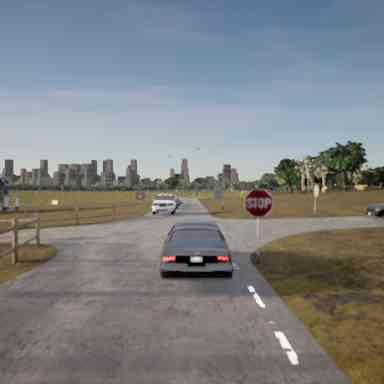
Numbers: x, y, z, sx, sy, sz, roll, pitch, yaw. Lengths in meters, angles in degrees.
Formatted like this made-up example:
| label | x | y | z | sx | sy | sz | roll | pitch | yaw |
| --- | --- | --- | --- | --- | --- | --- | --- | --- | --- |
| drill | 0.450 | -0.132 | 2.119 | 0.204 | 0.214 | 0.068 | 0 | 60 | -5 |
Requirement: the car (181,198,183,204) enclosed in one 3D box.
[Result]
| label | x | y | z | sx | sy | sz | roll | pitch | yaw |
| --- | --- | --- | --- | --- | --- | --- | --- | --- | --- |
| car | -2.831 | 1.571 | 54.323 | 2.033 | 1.411 | 5.357 | 0 | 0 | 0 |

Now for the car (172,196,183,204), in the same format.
| label | x | y | z | sx | sy | sz | roll | pitch | yaw |
| --- | --- | --- | --- | --- | --- | --- | --- | --- | --- |
| car | -2.763 | 1.578 | 64.626 | 1.812 | 1.442 | 4.674 | 0 | 0 | 0 |

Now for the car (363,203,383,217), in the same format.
| label | x | y | z | sx | sy | sz | roll | pitch | yaw |
| --- | --- | --- | --- | --- | --- | --- | --- | --- | --- |
| car | 14.336 | 0.937 | 21.920 | 5.357 | 1.411 | 2.033 | -2 | 0 | 0 |

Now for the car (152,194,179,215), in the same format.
| label | x | y | z | sx | sy | sz | roll | pitch | yaw |
| --- | --- | --- | --- | --- | --- | --- | --- | --- | --- |
| car | -2.846 | 1.223 | 34.694 | 2.150 | 2.045 | 5.566 | 0 | 0 | 0 |

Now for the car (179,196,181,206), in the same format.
| label | x | y | z | sx | sy | sz | roll | pitch | yaw |
| --- | --- | --- | --- | --- | --- | --- | --- | --- | --- |
| car | -2.842 | 1.533 | 44.493 | 1.812 | 1.442 | 4.674 | 0 | 0 | 0 |

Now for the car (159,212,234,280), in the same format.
| label | x | y | z | sx | sy | sz | roll | pitch | yaw |
| --- | --- | --- | --- | --- | --- | --- | --- | --- | --- |
| car | 0.098 | 1.548 | 9.912 | 2.033 | 1.411 | 5.357 | 0 | 0 | 0 |
